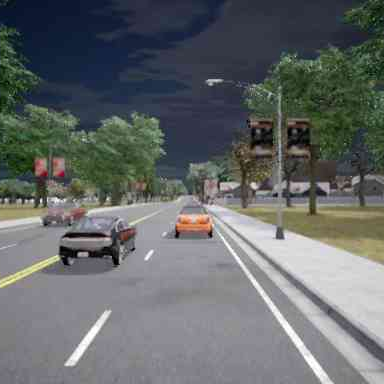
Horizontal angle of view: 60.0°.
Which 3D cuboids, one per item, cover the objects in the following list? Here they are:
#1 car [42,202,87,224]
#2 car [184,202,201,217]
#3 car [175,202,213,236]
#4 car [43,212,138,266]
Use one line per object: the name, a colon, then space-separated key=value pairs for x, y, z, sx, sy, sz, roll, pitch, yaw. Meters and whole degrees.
car: x=-9.752 y=1.580 z=25.743 sx=2.097 sy=1.767 sz=4.553 roll=0 pitch=-1 yaw=0
car: x=0.096 y=1.974 z=38.401 sx=1.837 sy=1.490 sz=4.892 roll=0 pitch=-1 yaw=0
car: x=0.098 y=1.586 z=20.009 sx=2.097 sy=1.767 sz=4.553 roll=0 pitch=-1 yaw=0
car: x=-3.151 y=1.628 z=12.040 sx=2.128 sy=1.511 sz=4.902 roll=0 pitch=-1 yaw=0
